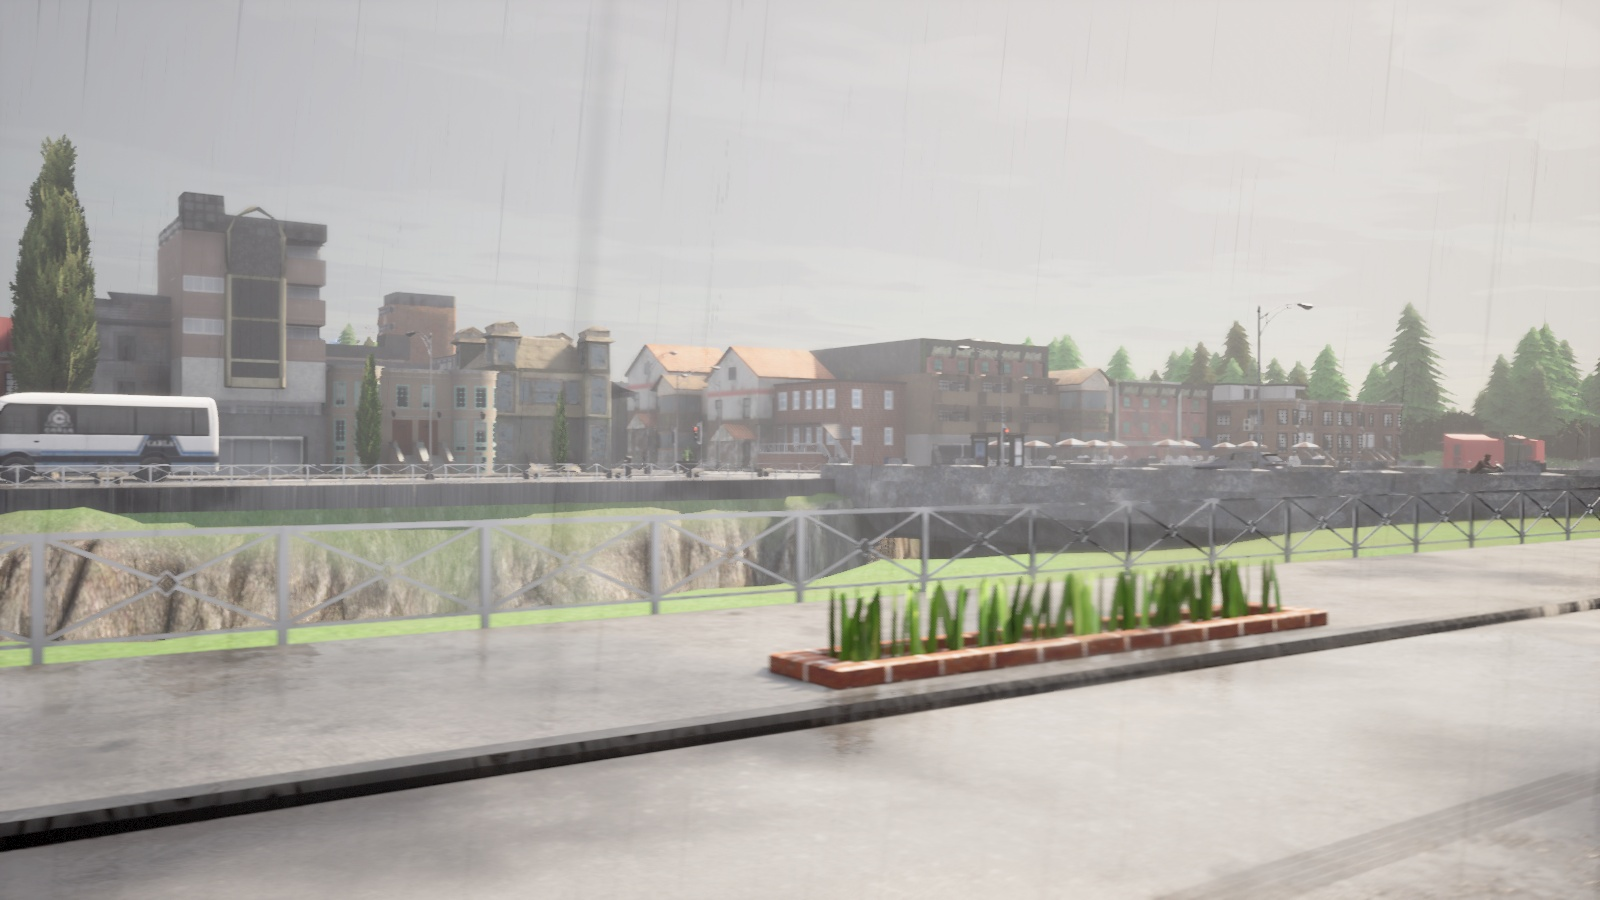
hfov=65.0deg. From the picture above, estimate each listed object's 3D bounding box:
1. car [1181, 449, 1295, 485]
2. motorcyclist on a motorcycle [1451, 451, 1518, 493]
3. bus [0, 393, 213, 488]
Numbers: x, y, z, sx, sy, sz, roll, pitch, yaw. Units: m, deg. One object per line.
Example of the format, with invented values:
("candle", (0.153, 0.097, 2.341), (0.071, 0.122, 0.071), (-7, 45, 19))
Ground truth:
("car", (20.718, 0.777, 59.618), (2.033, 1.649, 4.856), (0, 0, -35))
("motorcyclist on a motorcycle", (25.192, 0.787, 46.237), (0.797, 1.523, 2.044), (0, 0, -34))
("bus", (-34.100, -0.412, 60.152), (10.273, 4.253, 3.944), (0, 0, -35))
